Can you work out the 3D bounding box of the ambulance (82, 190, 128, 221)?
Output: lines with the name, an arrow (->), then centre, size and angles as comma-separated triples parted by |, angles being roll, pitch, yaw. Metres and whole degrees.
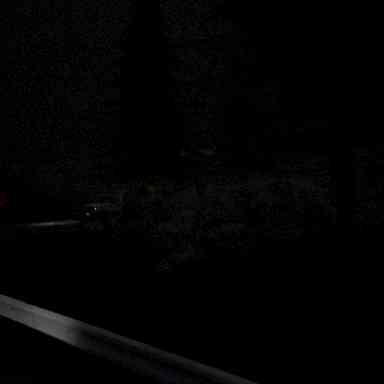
ambulance -> -6.258, 1.031, 28.356 | 2.351, 2.431, 6.366 | -1, 0, 35
